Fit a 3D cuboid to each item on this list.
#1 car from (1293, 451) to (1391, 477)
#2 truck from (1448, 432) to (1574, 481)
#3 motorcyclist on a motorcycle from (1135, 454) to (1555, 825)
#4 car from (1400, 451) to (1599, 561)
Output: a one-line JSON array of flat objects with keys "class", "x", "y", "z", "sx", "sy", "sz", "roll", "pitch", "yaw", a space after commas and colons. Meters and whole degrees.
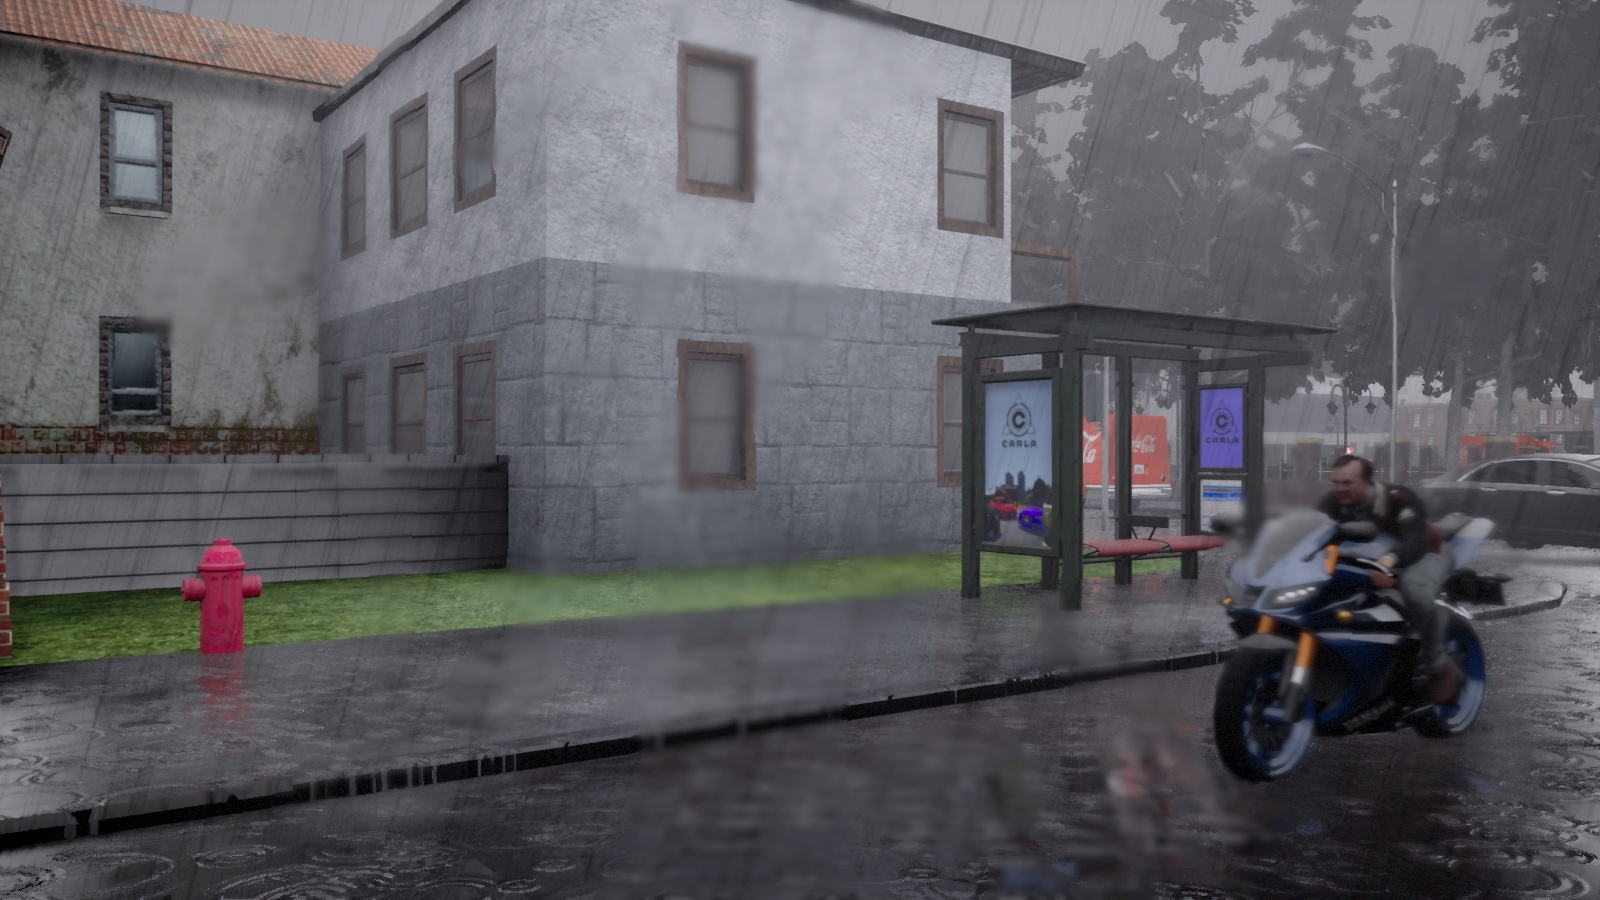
[{"class": "car", "x": 32.083, "y": 0.815, "z": 74.473, "sx": 2.128, "sy": 1.511, "sz": 4.902, "roll": 0, "pitch": 0, "yaw": -35}, {"class": "truck", "x": 37.659, "y": 0.341, "z": 66.607, "sx": 2.627, "sy": 2.467, "sz": 5.204, "roll": 0, "pitch": 0, "yaw": -35}, {"class": "motorcyclist on a motorcycle", "x": 2.727, "y": 0.789, "z": 6.180, "sx": 2.191, "sy": 1.530, "sz": 0.866, "roll": 0, "pitch": 0, "yaw": -35}, {"class": "car", "x": 11.351, "y": 0.770, "z": 17.940, "sx": 1.837, "sy": 1.490, "sz": 4.892, "roll": 1, "pitch": -1, "yaw": -28}]
